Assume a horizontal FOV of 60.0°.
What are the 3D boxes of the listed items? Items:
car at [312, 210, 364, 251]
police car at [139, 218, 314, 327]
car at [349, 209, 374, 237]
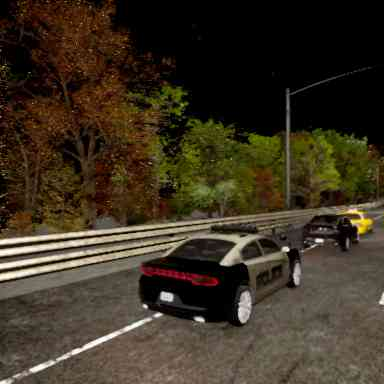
[{"bbox_3d":[6.669,1.816,15.797,1.837,1.490,4.892,-1,-1,35],"label":"car"},{"bbox_3d":[1.051,1.577,7.658,1.930,1.638,5.238,-1,-1,35],"label":"police car"},{"bbox_3d":[10.186,1.865,20.894,1.801,1.575,5.366,-1,-1,35],"label":"car"}]
